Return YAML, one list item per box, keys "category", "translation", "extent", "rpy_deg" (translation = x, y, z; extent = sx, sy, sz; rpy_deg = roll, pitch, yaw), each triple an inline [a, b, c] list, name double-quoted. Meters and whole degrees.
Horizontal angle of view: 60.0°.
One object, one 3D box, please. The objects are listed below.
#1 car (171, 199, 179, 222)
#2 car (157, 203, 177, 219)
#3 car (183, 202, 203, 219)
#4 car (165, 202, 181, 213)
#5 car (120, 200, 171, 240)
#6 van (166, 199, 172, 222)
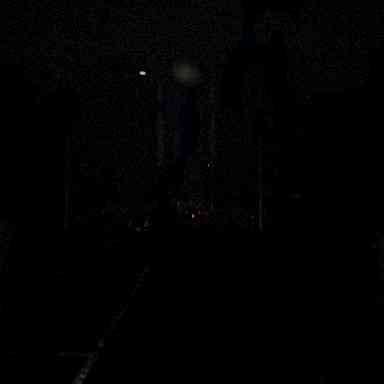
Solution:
- category: "car"
  translation: [-2.627, 1.678, 29.921]
  extent: [2.192, 1.841, 5.009]
  rpy_deg: [0, -1, 0]
- category: "car"
  translation: [-2.626, 1.960, 35.362]
  extent: [1.752, 1.417, 4.829]
  rpy_deg: [0, -1, 0]
- category: "car"
  translation: [0.101, 2.009, 33.337]
  extent: [1.895, 1.301, 4.718]
  rpy_deg: [0, -1, 0]
- category: "car"
  translation: [-2.624, 2.140, 46.758]
  extent: [2.008, 1.369, 4.403]
  rpy_deg: [0, -1, 0]
- category: "car"
  translation: [-2.628, 1.535, 18.694]
  extent: [2.192, 1.841, 5.009]
  rpy_deg: [0, -1, 0]
- category: "van"
  translation: [-2.627, 1.632, 24.307]
  extent: [1.690, 1.788, 3.998]
  rpy_deg: [0, -1, 0]
